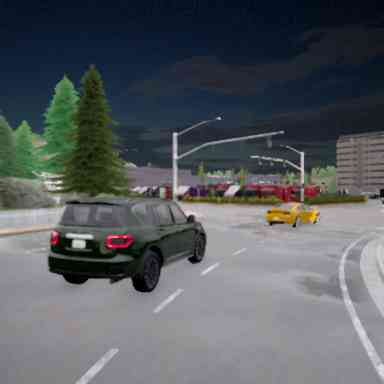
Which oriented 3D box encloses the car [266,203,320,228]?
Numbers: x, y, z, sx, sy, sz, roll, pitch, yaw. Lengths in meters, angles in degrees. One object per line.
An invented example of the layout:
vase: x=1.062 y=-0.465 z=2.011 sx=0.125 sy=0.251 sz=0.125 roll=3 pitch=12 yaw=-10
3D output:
car: x=6.812 y=1.448 z=22.117 sx=1.882 sy=1.535 sz=5.008 roll=0 pitch=0 yaw=43

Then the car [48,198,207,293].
car: x=-1.327 y=1.184 z=9.129 sx=2.150 sy=2.045 sz=5.566 roll=0 pitch=-1 yaw=20
